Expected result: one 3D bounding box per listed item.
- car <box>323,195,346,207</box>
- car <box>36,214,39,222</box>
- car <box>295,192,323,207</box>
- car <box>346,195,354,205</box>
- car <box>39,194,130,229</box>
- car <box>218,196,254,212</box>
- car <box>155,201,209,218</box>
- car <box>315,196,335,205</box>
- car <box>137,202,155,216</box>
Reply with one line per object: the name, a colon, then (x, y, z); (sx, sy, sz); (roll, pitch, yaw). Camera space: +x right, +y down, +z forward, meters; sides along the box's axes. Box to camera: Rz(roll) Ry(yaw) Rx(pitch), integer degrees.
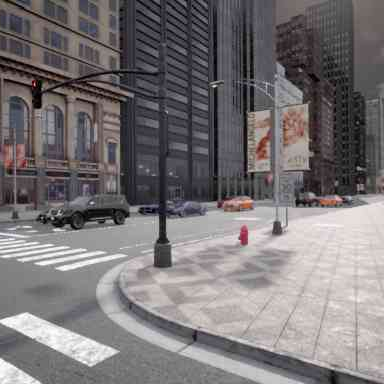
car: (19.897, 1.188, 47.174); (2.097, 1.767, 4.553); (-1, 0, 36)
car: (-8.875, 1.552, 23.886); (1.994, 1.385, 4.181); (-1, 0, 35)
car: (16.758, 1.083, 48.374); (2.150, 2.045, 5.566); (-1, 0, 36)
car: (25.281, 1.331, 54.740); (1.837, 1.490, 4.892); (-1, 0, 35)
car: (-6.519, 1.187, 21.598); (2.150, 2.045, 5.566); (-1, 0, 35)
car: (5.342, 1.266, 38.223); (2.097, 1.767, 4.553); (-1, 0, 36)
car: (-0.545, 1.486, 29.990); (2.033, 1.411, 5.357); (-1, 0, 35)
car: (22.851, 1.397, 56.930); (2.033, 1.411, 5.357); (-1, 0, 35)
car: (-3.034, 1.563, 32.098); (1.895, 1.301, 4.718); (-1, 0, 35)
